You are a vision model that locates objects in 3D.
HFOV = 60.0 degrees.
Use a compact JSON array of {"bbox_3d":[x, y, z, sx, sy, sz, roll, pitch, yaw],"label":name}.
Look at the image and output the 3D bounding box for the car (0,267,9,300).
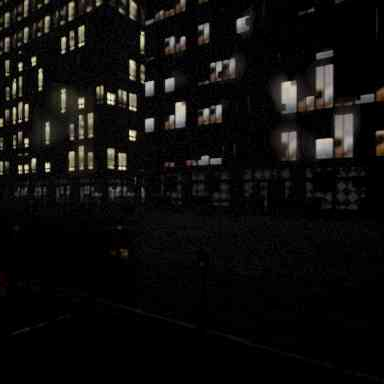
[{"bbox_3d":[-5.640,1.535,6.893,4.829,1.417,1.752,0,0,36],"label":"car"}]
